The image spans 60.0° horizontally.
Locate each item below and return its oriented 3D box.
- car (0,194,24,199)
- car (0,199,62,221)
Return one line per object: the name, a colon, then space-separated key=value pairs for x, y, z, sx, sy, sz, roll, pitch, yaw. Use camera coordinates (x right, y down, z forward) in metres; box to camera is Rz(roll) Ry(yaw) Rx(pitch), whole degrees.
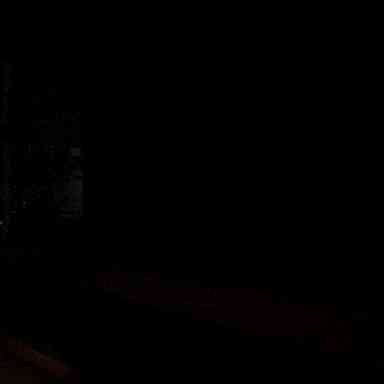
car: x=-16.989 y=1.211 z=28.174 sx=2.150 sy=2.045 sz=5.566 roll=0 pitch=1 yaw=35
car: x=-13.150 y=1.523 z=27.624 sx=1.812 sy=1.442 sz=4.674 roll=0 pitch=0 yaw=34
